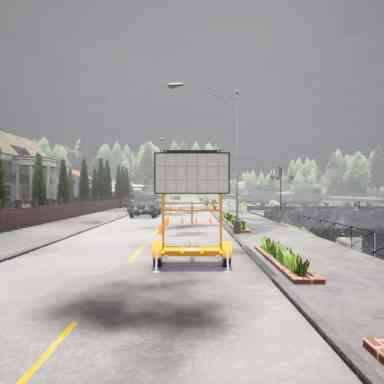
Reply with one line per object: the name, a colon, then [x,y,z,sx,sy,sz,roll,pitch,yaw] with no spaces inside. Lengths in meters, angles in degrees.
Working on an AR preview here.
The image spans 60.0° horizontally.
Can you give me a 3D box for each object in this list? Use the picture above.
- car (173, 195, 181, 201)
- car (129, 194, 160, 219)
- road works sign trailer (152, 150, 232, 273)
car: [-3.982,1.547,88.833,2.033,1.411,5.357,0,0,0]
car: [-4.094,1.221,29.360,2.150,2.045,5.566,0,0,0]
road works sign trailer: [0.003,0.464,10.659,2.380,3.560,2.880,0,0,0]
